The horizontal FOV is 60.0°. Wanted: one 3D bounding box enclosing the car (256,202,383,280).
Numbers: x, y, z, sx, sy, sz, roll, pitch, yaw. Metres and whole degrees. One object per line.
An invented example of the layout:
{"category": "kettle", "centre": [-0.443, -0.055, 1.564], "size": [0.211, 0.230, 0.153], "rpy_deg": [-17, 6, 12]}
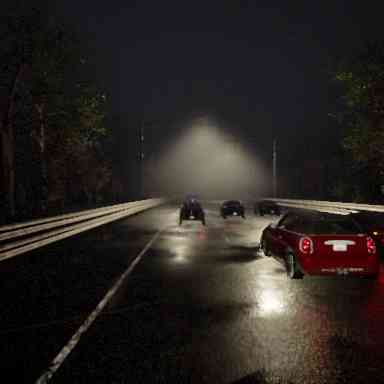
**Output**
{"category": "car", "centre": [3.538, 1.356, 10.107], "size": [2.097, 1.767, 4.553], "rpy_deg": [0, 0, 0]}

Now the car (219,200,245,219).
{"category": "car", "centre": [3.524, 1.515, 29.560], "size": [1.837, 1.490, 4.892], "rpy_deg": [0, 0, 0]}

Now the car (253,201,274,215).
{"category": "car", "centre": [7.018, 1.535, 31.250], "size": [1.812, 1.442, 4.674], "rpy_deg": [0, 0, 0]}

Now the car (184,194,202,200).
{"category": "car", "centre": [0.117, 1.235, 42.972], "size": [2.150, 2.045, 5.566], "rpy_deg": [0, 0, 1]}

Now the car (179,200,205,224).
{"category": "car", "centre": [0.010, 1.535, 24.658], "size": [1.812, 1.442, 4.674], "rpy_deg": [0, 0, 0]}
